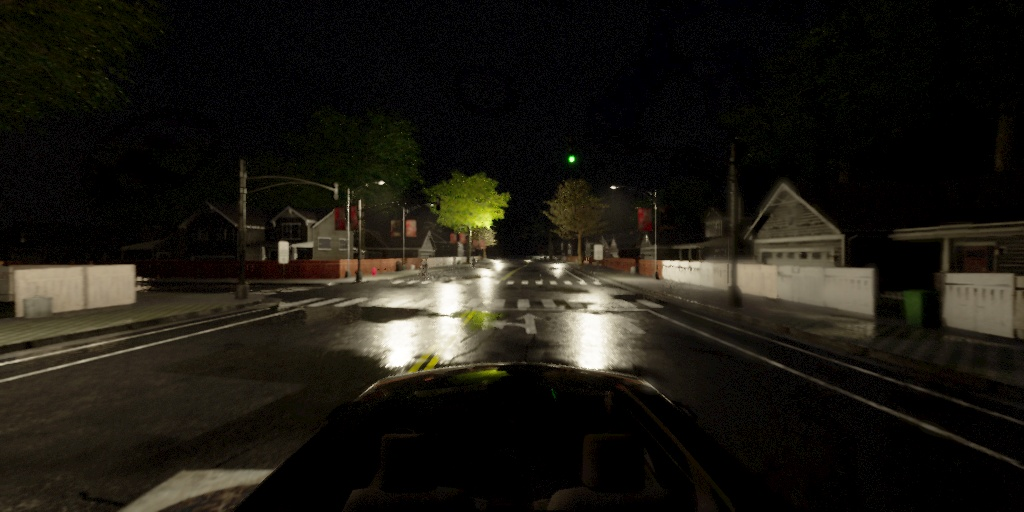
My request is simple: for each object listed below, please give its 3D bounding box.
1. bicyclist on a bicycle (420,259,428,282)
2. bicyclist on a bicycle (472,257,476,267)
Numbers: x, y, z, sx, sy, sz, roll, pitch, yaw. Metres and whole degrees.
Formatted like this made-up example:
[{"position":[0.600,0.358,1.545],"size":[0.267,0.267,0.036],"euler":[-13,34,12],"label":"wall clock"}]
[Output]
[{"position":[-6.791,1.085,27.500],"size":[0.659,1.776,1.843],"euler":[0,0,3],"label":"bicyclist on a bicycle"},{"position":[-5.694,0.981,52.950],"size":[0.659,1.776,1.843],"euler":[0,0,2],"label":"bicyclist on a bicycle"}]
